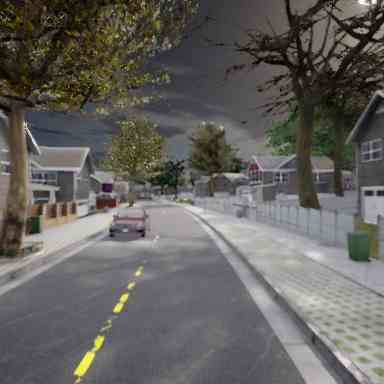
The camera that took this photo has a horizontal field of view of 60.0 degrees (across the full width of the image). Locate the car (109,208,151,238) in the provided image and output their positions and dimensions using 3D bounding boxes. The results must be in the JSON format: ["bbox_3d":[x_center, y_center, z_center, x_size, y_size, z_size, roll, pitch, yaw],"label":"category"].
[{"bbox_3d":[-3.266,1.600,18.257,1.812,1.442,4.674,0,-1,-2],"label":"car"}]
